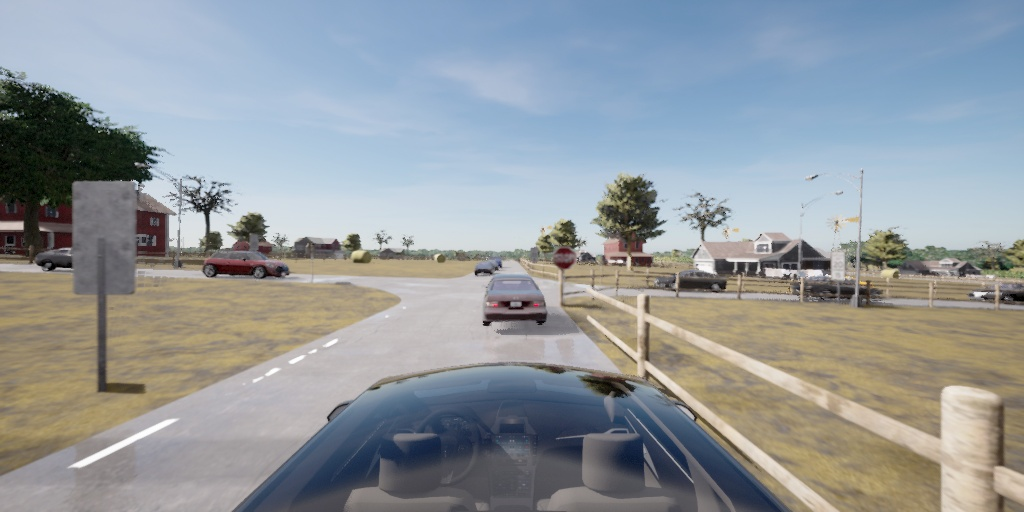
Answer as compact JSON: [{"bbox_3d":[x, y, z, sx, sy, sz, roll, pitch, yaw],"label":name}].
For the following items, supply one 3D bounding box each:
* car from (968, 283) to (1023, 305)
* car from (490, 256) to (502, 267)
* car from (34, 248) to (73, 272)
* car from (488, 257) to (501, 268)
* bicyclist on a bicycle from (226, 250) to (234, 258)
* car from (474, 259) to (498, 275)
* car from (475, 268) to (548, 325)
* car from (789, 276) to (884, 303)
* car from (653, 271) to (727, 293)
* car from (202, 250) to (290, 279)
[{"bbox_3d":[35.932,2.705,25.750,4.902,1.511,2.128,2,0,0],"label":"car"},{"bbox_3d":[-2.782,0.939,59.865,2.150,2.045,5.566,0,0,0],"label":"car"},{"bbox_3d":[-26.954,0.247,22.724,4.902,1.511,2.128,2,0,0],"label":"car"},{"bbox_3d":[-2.833,1.241,48.916,1.812,1.442,4.674,0,0,0],"label":"car"},{"bbox_3d":[-22.621,0.375,28.717,0.582,1.620,1.656,2,0,0],"label":"bicyclist on a bicycle"},{"bbox_3d":[-2.850,1.270,37.722,2.033,1.411,5.357,0,0,0],"label":"car"},{"bbox_3d":[-0.023,1.287,11.739,2.033,1.411,5.357,0,0,-3],"label":"car"},{"bbox_3d":[20.654,2.094,22.807,4.892,1.490,1.837,2,0,0],"label":"car"},{"bbox_3d":[12.700,1.777,25.682,4.892,1.490,1.837,2,0,-2],"label":"car"},{"bbox_3d":[-16.700,0.488,22.739,4.553,1.767,2.097,2,0,0],"label":"car"}]
